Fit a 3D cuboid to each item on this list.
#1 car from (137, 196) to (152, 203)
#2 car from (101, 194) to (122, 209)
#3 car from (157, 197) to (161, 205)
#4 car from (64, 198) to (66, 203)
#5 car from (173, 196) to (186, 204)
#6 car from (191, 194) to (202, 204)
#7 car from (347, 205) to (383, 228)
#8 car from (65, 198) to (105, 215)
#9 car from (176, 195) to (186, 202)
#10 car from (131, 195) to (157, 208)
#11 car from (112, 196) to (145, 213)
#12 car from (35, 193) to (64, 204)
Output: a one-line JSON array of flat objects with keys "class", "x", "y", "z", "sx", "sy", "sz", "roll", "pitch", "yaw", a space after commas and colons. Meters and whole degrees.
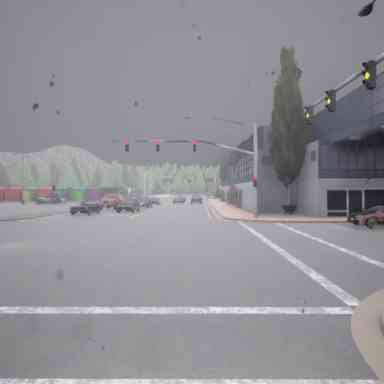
[{"class": "car", "x": -9.620, "y": 1.547, "z": 67.892, "sx": 2.033, "sy": 1.411, "sz": 5.357, "roll": 0, "pitch": 0, "yaw": 2}, {"class": "car", "x": -10.412, "y": 1.221, "z": 43.279, "sx": 2.150, "sy": 2.045, "sz": 5.566, "roll": 0, "pitch": 0, "yaw": 2}, {"class": "car", "x": -6.488, "y": 1.563, "z": 57.102, "sx": 1.994, "sy": 1.385, "sz": 4.181, "roll": 0, "pitch": 0, "yaw": 2}, {"class": "car", "x": -24.735, "y": 1.395, "z": 60.149, "sx": 3.806, "sy": 1.475, "sz": 1.970, "roll": 0, "pitch": 0, "yaw": 0}, {"class": "car", "x": -2.688, "y": 1.564, "z": 65.102, "sx": 1.994, "sy": 1.385, "sz": 4.181, "roll": 0, "pitch": 0, "yaw": 2}, {"class": "car", "x": 0.883, "y": 1.352, "z": 64.179, "sx": 2.097, "sy": 1.767, "sz": 4.553, "roll": 0, "pitch": 0, "yaw": 1}, {"class": "car", "x": 12.336, "y": 1.564, "z": 21.445, "sx": 4.181, "sy": 1.385, "sz": 1.994, "roll": 0, "pitch": 0, "yaw": 0}, {"class": "car", "x": -10.641, "y": 1.601, "z": 33.515, "sx": 1.895, "sy": 1.301, "sz": 4.718, "roll": 0, "pitch": 0, "yaw": 1}, {"class": "car", "x": -2.401, "y": 1.469, "z": 74.893, "sx": 1.994, "sy": 1.385, "sz": 4.181, "roll": 0, "pitch": 0, "yaw": 2}, {"class": "car", "x": -6.788, "y": 1.491, "z": 47.153, "sx": 2.128, "sy": 1.511, "sz": 4.902, "roll": 0, "pitch": 0, "yaw": 2}, {"class": "car", "x": -7.062, "y": 1.547, "z": 37.409, "sx": 2.033, "sy": 1.411, "sz": 5.357, "roll": 0, "pitch": 0, "yaw": 1}, {"class": "car", "x": -24.757, "y": 1.156, "z": 57.254, "sx": 3.866, "sy": 1.878, "sz": 1.905, "roll": 0, "pitch": 0, "yaw": 0}]
